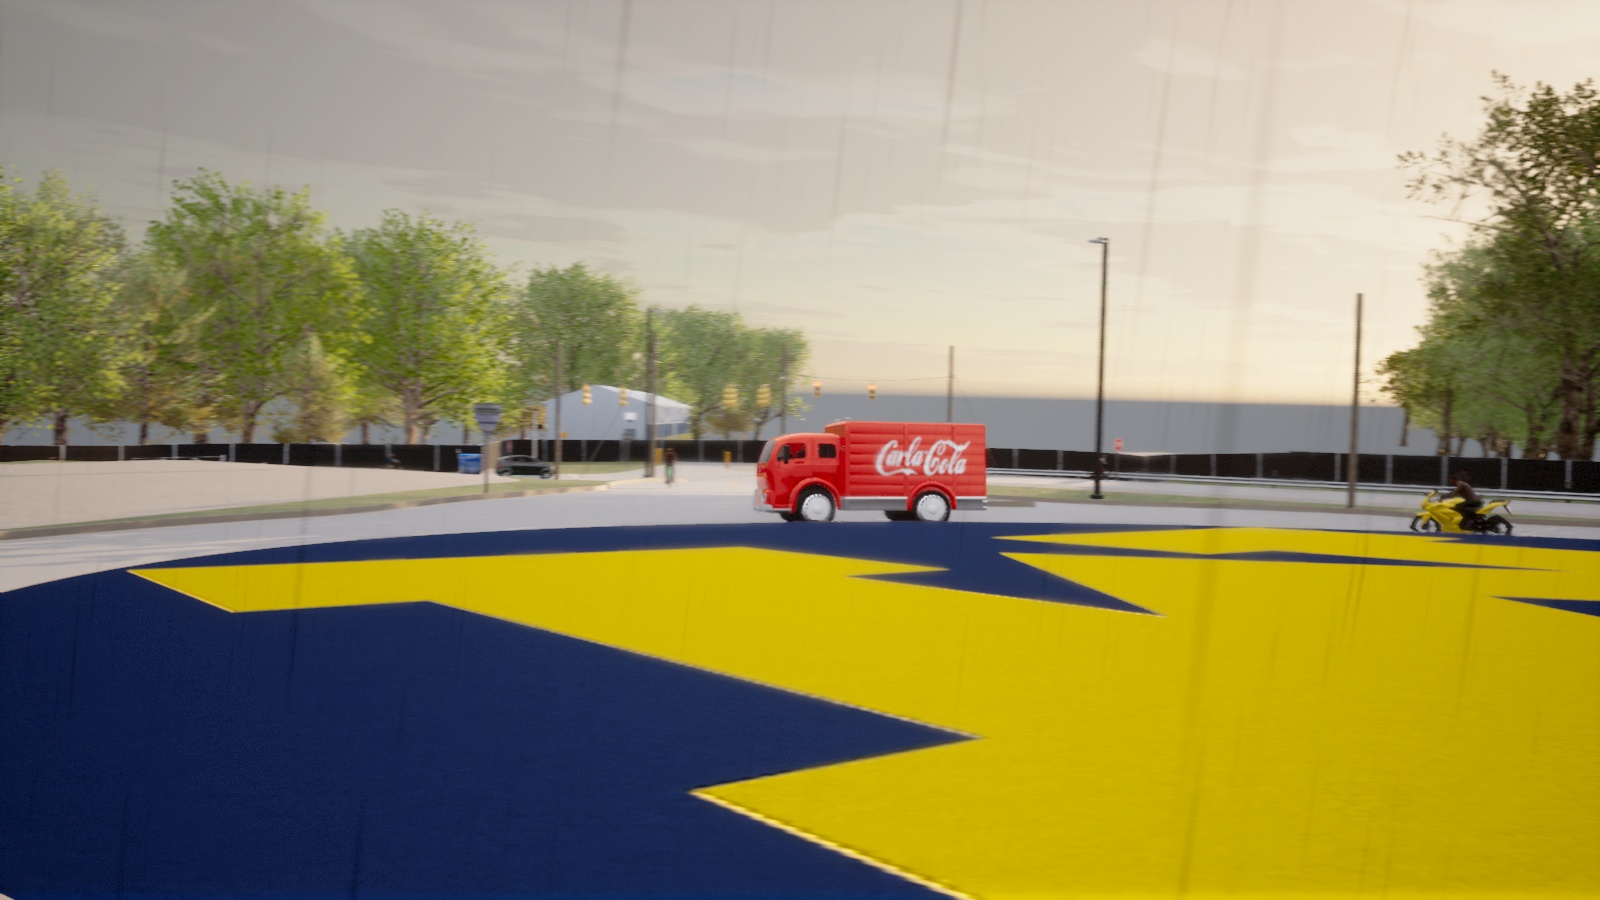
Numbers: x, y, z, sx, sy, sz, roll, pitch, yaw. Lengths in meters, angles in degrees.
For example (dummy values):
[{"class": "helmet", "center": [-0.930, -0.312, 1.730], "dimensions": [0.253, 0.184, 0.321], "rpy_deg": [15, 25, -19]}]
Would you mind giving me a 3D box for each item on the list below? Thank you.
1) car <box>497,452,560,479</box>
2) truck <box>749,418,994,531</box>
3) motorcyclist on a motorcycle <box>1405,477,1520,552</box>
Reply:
[{"class": "car", "center": [-17.170, 0.987, 79.405], "dimensions": [3.705, 1.549, 1.789], "rpy_deg": [1, 3, -19]}, {"class": "truck", "center": [1.599, 0.597, 29.445], "dimensions": [5.204, 2.467, 2.627], "rpy_deg": [1, -1, -12]}, {"class": "motorcyclist on a motorcycle", "center": [14.403, 1.376, 27.323], "dimensions": [2.044, 1.523, 0.797], "rpy_deg": [1, -1, 41]}]
